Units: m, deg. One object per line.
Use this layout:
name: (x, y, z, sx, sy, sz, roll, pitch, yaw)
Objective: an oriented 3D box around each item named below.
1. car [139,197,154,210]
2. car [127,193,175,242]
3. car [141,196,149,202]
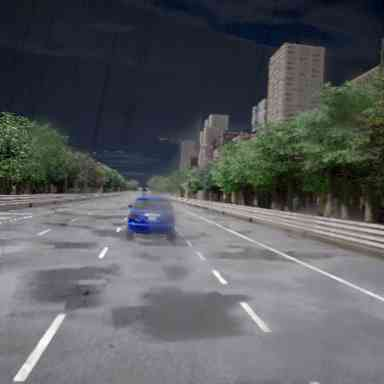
car: (-6.288, 1.562, 45.714, 1.837, 1.490, 4.892, 3, -1, -8)
car: (-2.087, 1.244, 16.926, 2.150, 2.045, 5.566, 3, 0, -8)
car: (-11.428, 1.736, 81.027, 1.895, 1.301, 4.718, 3, 0, -8)
